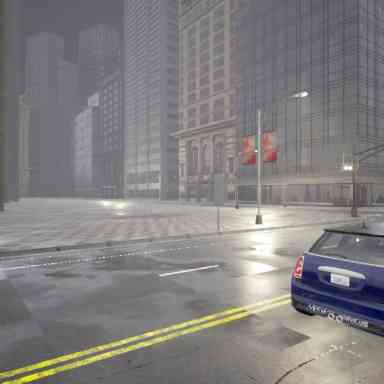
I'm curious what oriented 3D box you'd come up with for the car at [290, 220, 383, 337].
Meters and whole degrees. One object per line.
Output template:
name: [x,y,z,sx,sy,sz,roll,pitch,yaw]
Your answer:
car: [3.974,1.352,6.293,4.553,1.767,2.097,0,0,-36]
